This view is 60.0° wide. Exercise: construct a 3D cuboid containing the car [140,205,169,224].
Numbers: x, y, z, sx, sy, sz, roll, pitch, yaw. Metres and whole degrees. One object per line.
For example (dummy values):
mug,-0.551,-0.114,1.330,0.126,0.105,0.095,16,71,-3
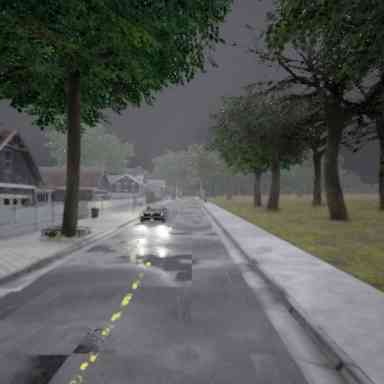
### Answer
car,-2.845,1.676,25.853,1.895,1.301,4.718,0,0,0
